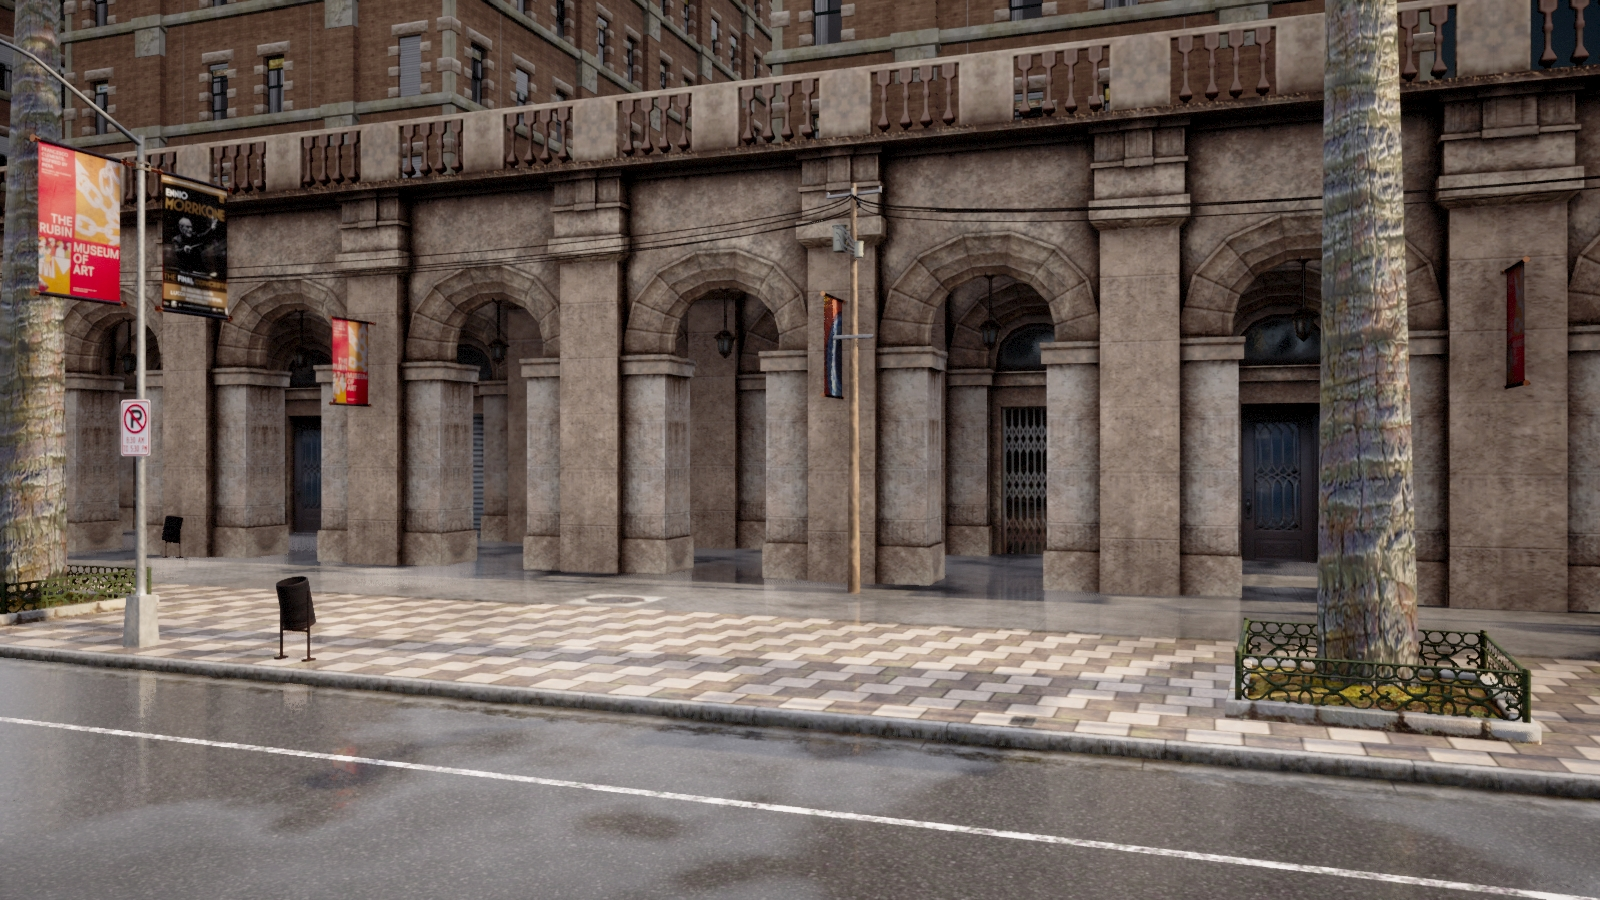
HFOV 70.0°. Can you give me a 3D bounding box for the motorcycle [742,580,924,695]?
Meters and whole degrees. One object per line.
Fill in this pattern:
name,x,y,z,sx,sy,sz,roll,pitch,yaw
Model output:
motorcycle,0.395,2.215,13.714,2.033,1.145,0.803,0,0,20
